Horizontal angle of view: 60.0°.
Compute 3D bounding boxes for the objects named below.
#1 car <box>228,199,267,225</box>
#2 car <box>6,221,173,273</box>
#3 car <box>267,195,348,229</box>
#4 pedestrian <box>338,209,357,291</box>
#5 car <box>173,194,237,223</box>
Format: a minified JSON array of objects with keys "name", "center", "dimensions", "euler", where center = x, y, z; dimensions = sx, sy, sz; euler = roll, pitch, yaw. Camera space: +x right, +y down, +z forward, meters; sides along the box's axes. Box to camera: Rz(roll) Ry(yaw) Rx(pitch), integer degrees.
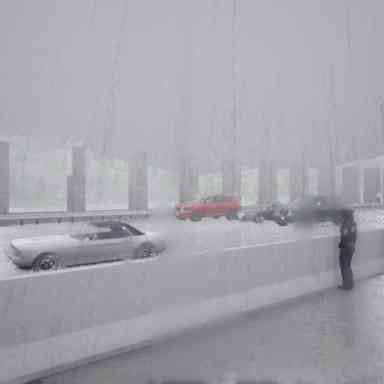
[{"name":"car","center":[5.396,1.491,24.261],"dimensions":[4.902,1.511,2.128],"euler":[0,0,-33]},{"name":"car","center":[-3.060,1.601,10.327],"dimensions":[4.718,1.301,1.895],"euler":[0,0,-35]},{"name":"car","center":[7.841,1.219,21.699],"dimensions":[5.566,2.045,2.150],"euler":[0,0,-33]},{"name":"pedestrian","center":[3.540,1.294,7.619],"dimensions":[0.375,1.860,0.375],"euler":[0,0,-33]},{"name":"car","center":[1.255,1.219,25.806],"dimensions":[5.566,2.045,2.150],"euler":[0,0,-33]}]
